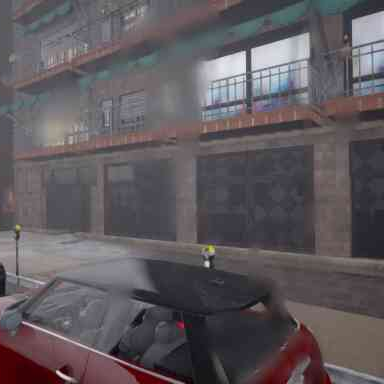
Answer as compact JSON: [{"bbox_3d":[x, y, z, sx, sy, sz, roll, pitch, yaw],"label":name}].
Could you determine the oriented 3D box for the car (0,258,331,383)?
[{"bbox_3d":[-0.831,1.441,3.482,4.097,1.590,1.967,0,-1,36],"label":"car"}]
